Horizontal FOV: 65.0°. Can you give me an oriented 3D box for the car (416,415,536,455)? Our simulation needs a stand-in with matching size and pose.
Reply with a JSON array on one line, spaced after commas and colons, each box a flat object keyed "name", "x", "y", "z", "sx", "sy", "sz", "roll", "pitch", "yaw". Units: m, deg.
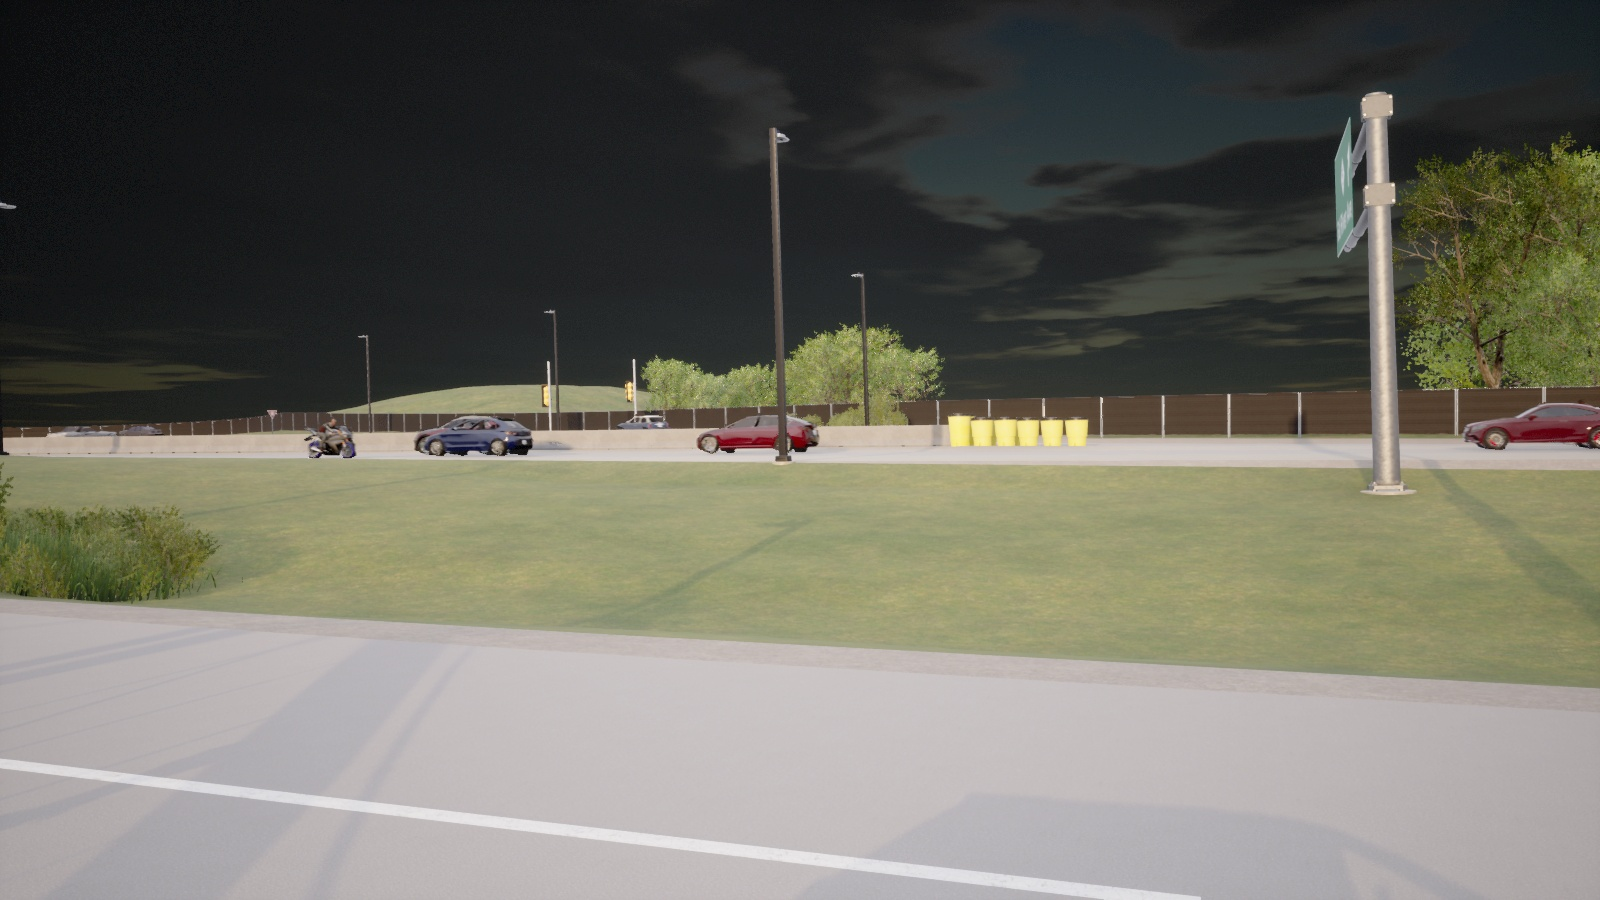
[{"name": "car", "x": -12.515, "y": -0.575, "z": 48.561, "sx": 4.193, "sy": 1.474, "sz": 1.816, "roll": 0, "pitch": 1, "yaw": 20}]

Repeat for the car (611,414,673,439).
[{"name": "car", "x": -9.786, "y": -1.482, "z": 77.563, "sx": 1.970, "sy": 1.475, "sz": 3.806, "roll": -2, "pitch": 2, "yaw": -43}]

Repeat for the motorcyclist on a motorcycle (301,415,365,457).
[{"name": "motorcyclist on a motorcycle", "x": -17.330, "y": -0.515, "z": 46.588, "sx": 2.191, "sy": 1.530, "sz": 0.866, "roll": 0, "pitch": 1, "yaw": 20}]

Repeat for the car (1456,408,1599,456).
[{"name": "car", "x": 23.261, "y": -0.549, "z": 39.278, "sx": 4.674, "sy": 1.442, "sz": 1.812, "roll": 0, "pitch": 1, "yaw": 20}]

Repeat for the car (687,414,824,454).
[{"name": "car", "x": -1.699, "y": -0.618, "z": 48.352, "sx": 4.792, "sy": 1.488, "sz": 2.163, "roll": 0, "pitch": 1, "yaw": 20}]

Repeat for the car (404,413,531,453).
[{"name": "car", "x": -13.982, "y": -0.712, "z": 52.816, "sx": 4.856, "sy": 1.649, "sz": 2.033, "roll": 0, "pitch": 1, "yaw": 20}]
